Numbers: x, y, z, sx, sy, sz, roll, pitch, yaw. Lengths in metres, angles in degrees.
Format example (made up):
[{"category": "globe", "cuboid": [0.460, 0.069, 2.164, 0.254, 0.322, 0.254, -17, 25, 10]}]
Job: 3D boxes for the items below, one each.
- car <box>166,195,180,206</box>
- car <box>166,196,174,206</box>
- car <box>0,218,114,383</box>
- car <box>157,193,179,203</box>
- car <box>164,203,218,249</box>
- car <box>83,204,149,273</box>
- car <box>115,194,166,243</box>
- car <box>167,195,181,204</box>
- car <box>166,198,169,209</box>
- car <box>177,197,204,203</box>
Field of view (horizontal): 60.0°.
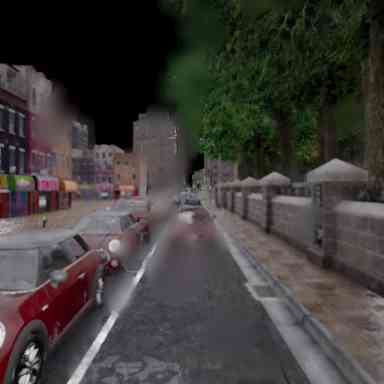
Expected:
[{"category": "car", "cuboid": [-2.632, 1.157, 46.668, 1.802, 1.307, 4.206, 0, 1, 0]}, {"category": "car", "cuboid": [-2.639, 1.291, 25.689, 1.752, 1.417, 4.829, 0, 1, 0]}, {"category": "car", "cuboid": [-2.647, 1.395, 4.777, 1.967, 1.590, 4.097, 0, 1, 0]}, {"category": "car", "cuboid": [-2.637, 1.031, 31.127, 2.192, 1.841, 5.009, 0, 1, 0]}, {"category": "car", "cuboid": [0.052, 1.399, 13.743, 1.812, 1.442, 4.674, 0, 1, 1]}, {"category": "car", "cuboid": [-2.645, 1.348, 10.048, 1.967, 1.590, 4.097, 0, 1, 0]}, {"category": "car", "cuboid": [-2.643, 1.175, 15.317, 2.192, 1.841, 5.009, 0, 1, 0]}, {"category": "car", "cuboid": [-2.632, 1.108, 50.330, 1.947, 1.339, 4.313, 0, 1, 0]}, {"category": "car", "cuboid": [-2.641, 1.339, 20.419, 1.752, 1.417, 4.829, 0, 1, 0]}, {"category": "car", "cuboid": [0.051, 1.307, 28.311, 1.994, 1.385, 4.181, 0, 1, 1]}]
